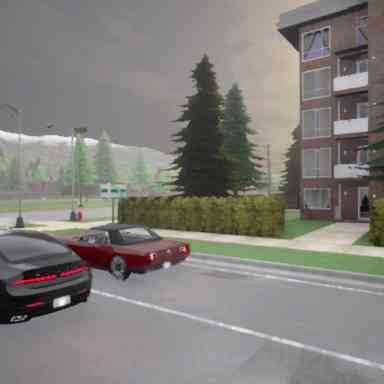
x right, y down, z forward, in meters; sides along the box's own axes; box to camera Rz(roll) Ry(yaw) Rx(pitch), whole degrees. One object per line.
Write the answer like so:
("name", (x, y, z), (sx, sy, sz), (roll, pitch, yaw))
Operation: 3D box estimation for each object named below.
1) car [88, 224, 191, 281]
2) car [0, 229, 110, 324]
("car", (-2.453, 1.635, 9.999), (4.718, 1.301, 1.895), (0, 0, 36))
("car", (-4.095, 1.538, 6.870), (4.892, 1.490, 1.837), (0, 0, 36))
